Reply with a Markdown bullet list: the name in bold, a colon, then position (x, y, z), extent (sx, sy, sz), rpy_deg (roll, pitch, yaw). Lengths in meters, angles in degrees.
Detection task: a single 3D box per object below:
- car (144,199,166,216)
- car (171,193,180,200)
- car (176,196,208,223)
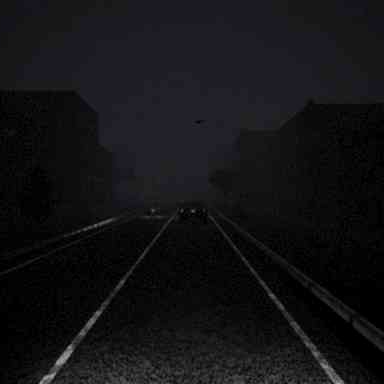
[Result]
- **car**: position (-3.633, 1.501, 33.337), extent (2.128, 1.511, 4.902), rpy_deg (0, 0, 0)
- **car**: position (-3.739, 0.914, 73.831), extent (1.812, 1.442, 4.674), rpy_deg (0, 1, -2)
- **car**: position (0.077, 1.372, 25.431), extent (2.097, 1.767, 4.553), rpy_deg (0, 0, 0)
